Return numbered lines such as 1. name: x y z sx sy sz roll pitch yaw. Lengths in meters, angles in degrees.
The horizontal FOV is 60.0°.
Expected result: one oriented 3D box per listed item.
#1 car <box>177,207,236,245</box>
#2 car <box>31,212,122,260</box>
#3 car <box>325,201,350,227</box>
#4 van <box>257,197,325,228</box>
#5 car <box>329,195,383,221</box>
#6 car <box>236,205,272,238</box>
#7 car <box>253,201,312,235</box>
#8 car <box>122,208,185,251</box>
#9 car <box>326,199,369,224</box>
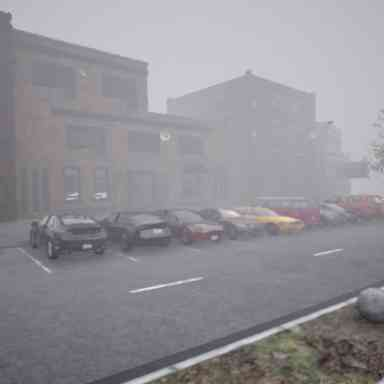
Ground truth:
1. car: -0.484 1.553 16.091 2.163 1.488 4.792 0 0 -38
2. car: -4.842 1.515 12.799 2.231 1.521 4.892 0 0 -36
3. car: 7.968 1.559 22.984 2.002 1.452 4.674 0 0 -40
4. van: 5.809 1.297 21.335 1.878 1.987 4.442 0 0 -39
5. car: 11.988 1.254 26.501 2.435 2.045 5.566 0 0 -41
6. car: 1.643 1.565 17.805 2.002 1.452 4.674 0 0 -38
7. car: 3.889 1.521 19.367 1.946 1.575 5.366 0 0 -39
8. car: -2.681 1.549 14.472 2.163 1.488 4.792 0 0 -37
9. car: 9.974 1.542 24.663 2.163 1.488 4.792 0 0 -40
